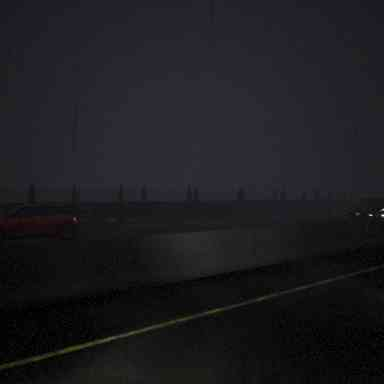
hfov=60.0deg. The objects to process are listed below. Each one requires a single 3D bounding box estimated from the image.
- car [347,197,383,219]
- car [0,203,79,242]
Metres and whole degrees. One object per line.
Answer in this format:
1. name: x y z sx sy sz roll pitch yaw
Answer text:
1. car: 15.555 1.431 28.395 5.566 2.045 2.150 1 0 -36
2. car: -7.817 1.380 15.646 4.553 1.767 2.097 0 0 -36
